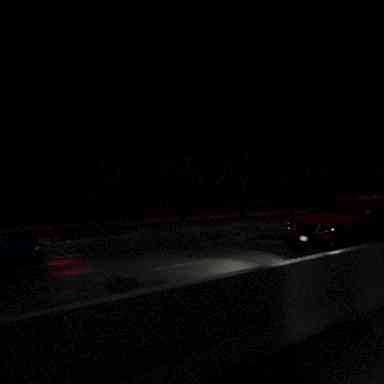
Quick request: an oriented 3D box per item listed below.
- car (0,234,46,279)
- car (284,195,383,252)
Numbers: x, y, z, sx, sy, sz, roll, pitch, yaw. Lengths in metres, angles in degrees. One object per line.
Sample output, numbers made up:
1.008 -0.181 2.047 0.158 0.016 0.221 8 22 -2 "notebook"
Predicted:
-6.480 1.552 7.969 5.357 1.411 2.033 0 0 -36 "car"
5.901 1.152 12.508 5.566 2.045 2.150 0 0 -36 "car"
